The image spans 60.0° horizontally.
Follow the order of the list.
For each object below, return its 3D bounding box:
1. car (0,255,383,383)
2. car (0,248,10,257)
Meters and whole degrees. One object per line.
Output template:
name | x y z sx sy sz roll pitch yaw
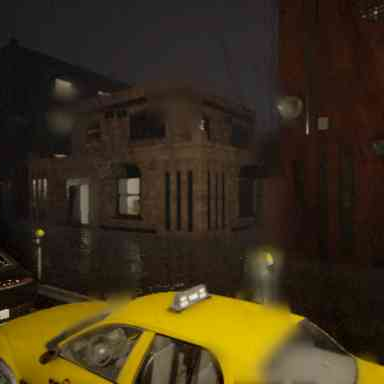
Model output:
car | -0.229 1.538 3.039 4.829 1.417 1.752 0 0 35
car | -4.601 1.599 6.156 4.403 1.369 2.008 0 0 35
